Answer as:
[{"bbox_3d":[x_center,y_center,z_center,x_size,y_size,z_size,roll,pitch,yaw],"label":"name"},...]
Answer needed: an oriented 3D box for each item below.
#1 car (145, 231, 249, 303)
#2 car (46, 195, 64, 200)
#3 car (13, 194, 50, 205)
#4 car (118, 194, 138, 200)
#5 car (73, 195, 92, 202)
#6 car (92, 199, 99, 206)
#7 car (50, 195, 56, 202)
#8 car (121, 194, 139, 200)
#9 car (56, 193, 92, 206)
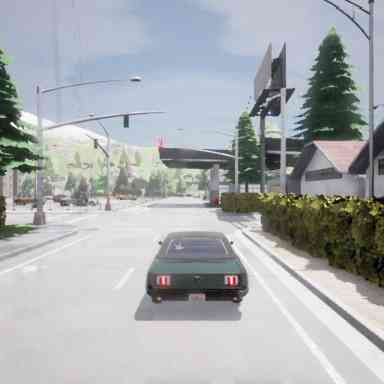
[{"bbox_3d":[0.099,1.601,8.155,1.895,1.301,4.718,0,0,0],"label":"car"},{"bbox_3d":[-35.054,1.384,84.975,3.806,1.475,1.970,0,0,0],"label":"car"},{"bbox_3d":[-24.633,1.097,50.588,4.605,1.855,1.932,0,0,0],"label":"car"},{"bbox_3d":[-16.388,1.330,84.927,5.027,1.636,2.152,0,0,0],"label":"car"},{"bbox_3d":[-23.999,1.320,73.041,3.633,1.501,1.845,0,0,0],"label":"car"},{"bbox_3d":[-16.154,1.361,50.671,3.806,1.475,1.970,0,0,0],"label":"car"},{"bbox_3d":[-23.988,1.298,63.048,4.514,1.523,2.007,0,0,0],"label":"car"},{"bbox_3d":[-16.457,1.340,88.064,4.514,1.523,2.007,0,0,0],"label":"car"},{"bbox_3d":[-16.747,1.077,47.343,3.866,1.878,1.905,0,0,0],"label":"car"}]
